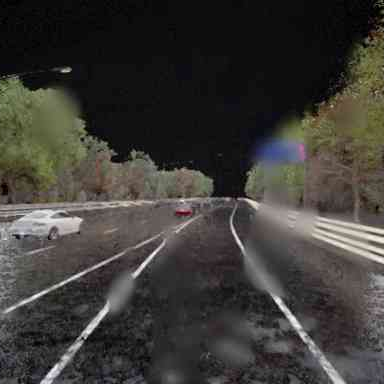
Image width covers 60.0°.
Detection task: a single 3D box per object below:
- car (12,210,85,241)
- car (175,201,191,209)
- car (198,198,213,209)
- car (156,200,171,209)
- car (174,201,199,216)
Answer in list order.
[{"bbox_3d":[-7.285,1.646,17.270,1.812,1.442,4.674,0,-1,8],"label":"car"},{"bbox_3d":[-1.492,2.195,57.335,1.994,1.385,4.181,0,-1,8],"label":"car"},{"bbox_3d":[1.951,1.995,56.715,2.097,1.767,4.553,0,-1,8],"label":"car"},{"bbox_3d":[-4.945,2.124,57.898,1.837,1.490,4.892,0,-1,8],"label":"car"},{"bbox_3d":[-0.747,1.969,38.069,1.994,1.385,4.181,0,-1,8],"label":"car"}]
